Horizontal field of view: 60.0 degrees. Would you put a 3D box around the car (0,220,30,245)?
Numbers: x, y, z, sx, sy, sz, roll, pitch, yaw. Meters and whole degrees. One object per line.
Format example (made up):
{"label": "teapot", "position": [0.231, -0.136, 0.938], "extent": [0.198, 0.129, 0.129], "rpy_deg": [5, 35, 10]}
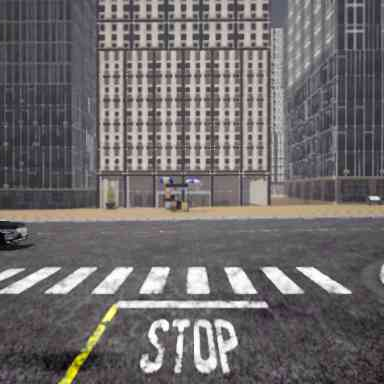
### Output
{"label": "car", "position": [-9.539, 1.638, 14.065], "extent": [4.902, 1.511, 2.128], "rpy_deg": [-3, 1, 1]}
